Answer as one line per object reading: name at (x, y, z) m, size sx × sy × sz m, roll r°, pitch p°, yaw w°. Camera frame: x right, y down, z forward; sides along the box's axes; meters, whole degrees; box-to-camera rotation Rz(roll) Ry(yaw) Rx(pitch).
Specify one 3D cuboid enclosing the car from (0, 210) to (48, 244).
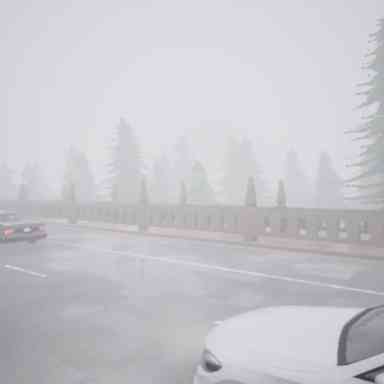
car at (-8.376, 1.496, 14.273) m, size 5.357 × 1.411 × 2.033 m, roll 0°, pitch 0°, yaw 36°

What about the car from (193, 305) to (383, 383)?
car at (2.192, 1.517, 2.428) m, size 4.674 × 1.442 × 1.812 m, roll 0°, pitch 0°, yaw 36°
